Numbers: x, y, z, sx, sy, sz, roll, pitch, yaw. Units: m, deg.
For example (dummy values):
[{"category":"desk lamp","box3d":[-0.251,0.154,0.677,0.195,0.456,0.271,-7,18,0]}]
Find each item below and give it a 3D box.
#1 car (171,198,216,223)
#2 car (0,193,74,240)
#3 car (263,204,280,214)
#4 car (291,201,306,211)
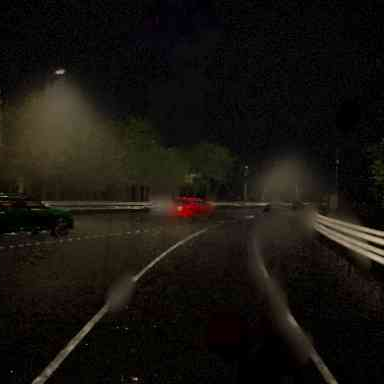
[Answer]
[{"category":"car","box3d":[0.236,1.602,29.839,2.150,2.045,5.566,1,-1,29]},{"category":"car","box3d":[-7.950,1.091,14.774,2.150,2.045,5.566,1,-1,29]},{"category":"car","box3d":[12.608,2.686,52.627,1.812,1.442,4.674,1,-1,29]},{"category":"car","box3d":[22.967,3.034,71.675,2.150,2.045,5.566,1,-1,29]}]
